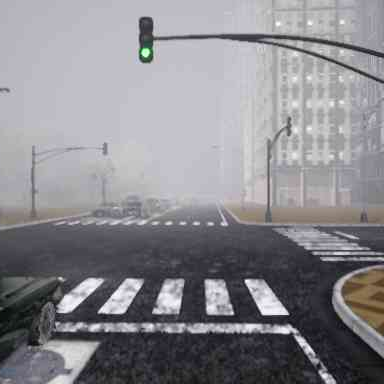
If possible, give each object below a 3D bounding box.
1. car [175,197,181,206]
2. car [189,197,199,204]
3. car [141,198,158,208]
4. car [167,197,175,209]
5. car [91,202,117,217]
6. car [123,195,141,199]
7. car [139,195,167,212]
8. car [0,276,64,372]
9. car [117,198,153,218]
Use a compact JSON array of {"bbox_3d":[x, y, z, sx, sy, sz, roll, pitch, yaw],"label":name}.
[{"bbox_3d":[-3.271,1.799,64.007,2.128,1.511,4.902,0,0,4],"label":"car"},{"bbox_3d":[0.522,1.883,72.918,1.812,1.442,4.674,0,0,3],"label":"car"},{"bbox_3d":[-7.063,1.737,56.022,1.882,1.535,5.008,0,0,4],"label":"car"},{"bbox_3d":[-4.135,1.761,50.833,1.812,1.442,4.674,0,0,4],"label":"car"},{"bbox_3d":[-8.443,1.693,33.668,2.033,1.411,5.357,0,0,3],"label":"car"},{"bbox_3d":[-7.799,1.419,44.247,2.150,2.045,5.566,0,0,4],"label":"car"},{"bbox_3d":[-4.753,1.537,40.830,2.097,1.767,4.553,0,0,3],"label":"car"},{"bbox_3d":[-3.075,1.615,3.420,1.895,1.301,4.718,0,0,1],"label":"car"},{"bbox_3d":[-5.304,1.645,31.702,1.837,1.490,4.892,0,0,3],"label":"car"}]
